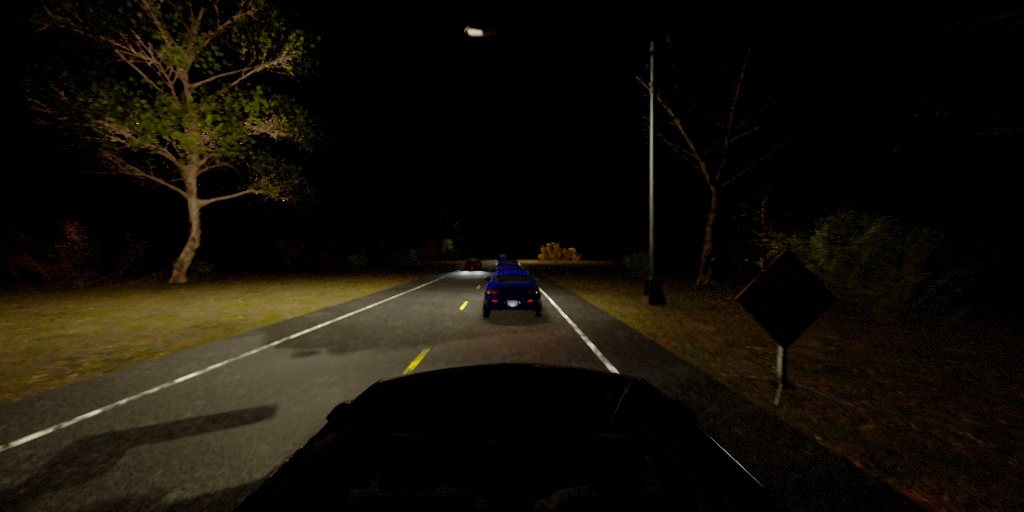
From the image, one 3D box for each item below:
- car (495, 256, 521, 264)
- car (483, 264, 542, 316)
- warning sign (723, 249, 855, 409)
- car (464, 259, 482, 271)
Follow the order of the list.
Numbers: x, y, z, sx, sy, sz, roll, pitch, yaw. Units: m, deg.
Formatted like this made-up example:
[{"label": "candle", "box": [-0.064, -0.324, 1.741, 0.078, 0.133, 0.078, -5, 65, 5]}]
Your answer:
[{"label": "car", "box": [-0.320, 0.984, 28.566, 1.882, 1.535, 5.008, 0, 1, -1]}, {"label": "car", "box": [-0.001, 1.179, 12.669, 1.812, 1.442, 4.674, 0, 1, -1]}, {"label": "warning sign", "box": [3.545, 0.837, 4.713, 1.300, 1.860, 1.060, 0, 0, 0]}, {"label": "car", "box": [-4.457, 0.985, 41.584, 1.895, 1.301, 4.718, 0, 1, -2]}]
